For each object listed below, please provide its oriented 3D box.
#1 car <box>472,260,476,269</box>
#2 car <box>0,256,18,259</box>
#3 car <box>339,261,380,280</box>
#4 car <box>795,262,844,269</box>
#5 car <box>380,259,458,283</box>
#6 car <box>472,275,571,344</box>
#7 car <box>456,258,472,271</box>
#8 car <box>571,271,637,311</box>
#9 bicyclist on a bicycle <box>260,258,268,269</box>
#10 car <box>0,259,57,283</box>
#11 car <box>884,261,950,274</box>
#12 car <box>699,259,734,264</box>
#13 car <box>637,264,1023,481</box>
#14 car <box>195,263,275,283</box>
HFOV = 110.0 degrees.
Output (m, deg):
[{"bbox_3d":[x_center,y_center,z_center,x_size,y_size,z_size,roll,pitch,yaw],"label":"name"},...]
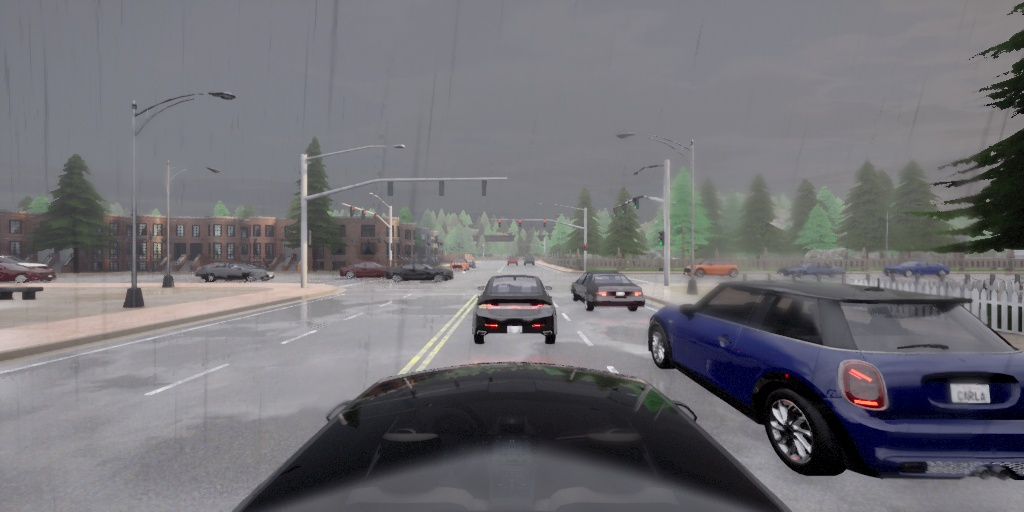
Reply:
[{"bbox_3d":[-6.994,1.276,58.258,1.812,1.442,4.674,0,0,1],"label":"car"},{"bbox_3d":[-40.755,0.974,28.352,5.566,2.045,2.150,0,0,-19],"label":"car"},{"bbox_3d":[-12.200,1.227,31.040,5.008,1.535,1.882,0,0,-5],"label":"car"},{"bbox_3d":[28.285,1.297,33.921,5.357,1.411,2.033,0,0,1],"label":"car"},{"bbox_3d":[-6.945,1.227,27.173,5.008,1.535,1.882,0,0,1],"label":"car"},{"bbox_3d":[0.075,1.242,9.533,2.128,1.511,4.902,0,0,1],"label":"car"},{"bbox_3d":[-7.021,1.102,48.325,2.097,1.767,4.553,0,0,0],"label":"car"},{"bbox_3d":[3.604,1.297,14.361,2.033,1.411,5.357,0,0,0],"label":"car"},{"bbox_3d":[-28.753,1.053,41.650,0.582,1.620,1.656,0,0,-1],"label":"bicyclist on a bicycle"},{"bbox_3d":[-36.561,1.228,25.887,5.008,1.535,1.882,0,0,-14],"label":"car"},{"bbox_3d":[38.162,1.228,33.890,5.008,1.535,1.882,0,0,0],"label":"car"},{"bbox_3d":[18.760,1.102,33.950,4.553,1.767,2.097,0,0,0],"label":"car"},{"bbox_3d":[3.607,1.102,4.943,2.097,1.767,4.553,0,0,0],"label":"car"},{"bbox_3d":[-20.742,1.242,27.154,4.902,1.511,2.128,0,0,-1],"label":"car"}]
